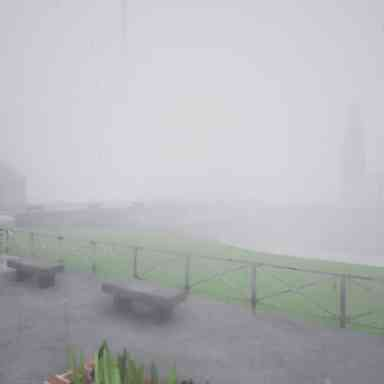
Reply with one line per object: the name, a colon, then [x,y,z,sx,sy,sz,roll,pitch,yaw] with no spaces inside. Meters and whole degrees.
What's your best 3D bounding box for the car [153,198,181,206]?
car: [-3.859,1.614,51.059,1.895,1.301,4.718,0,0,36]
